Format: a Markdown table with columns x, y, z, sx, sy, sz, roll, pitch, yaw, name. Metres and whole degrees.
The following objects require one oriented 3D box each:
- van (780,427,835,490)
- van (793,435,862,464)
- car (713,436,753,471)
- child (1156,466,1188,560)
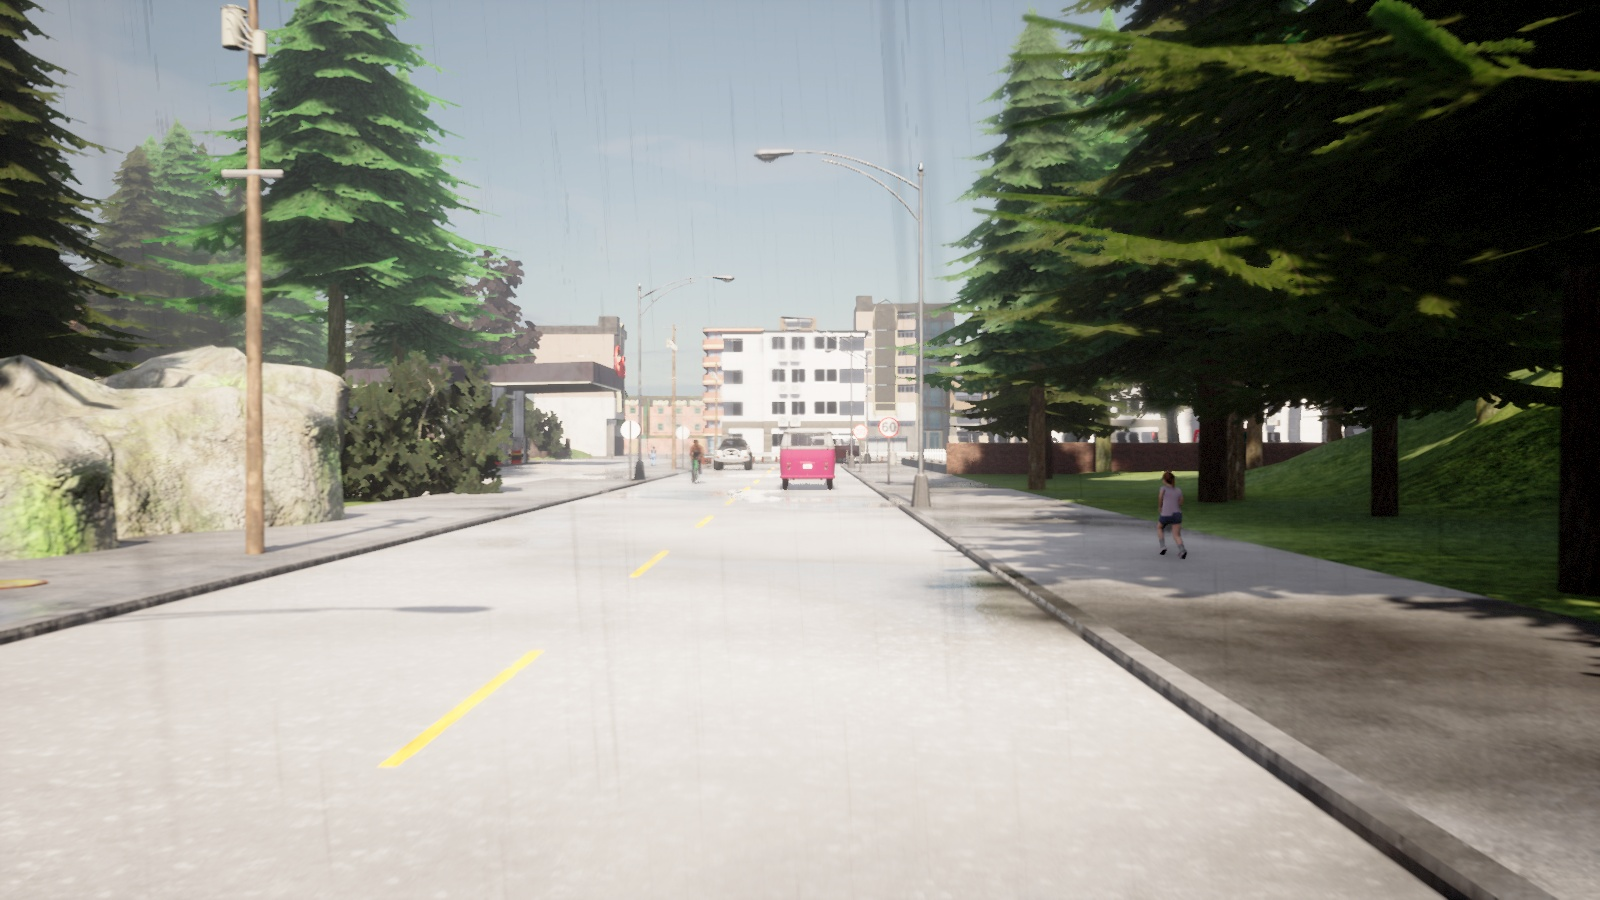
| x | y | z | sx | sy | sz | roll | pitch | yaw | name |
| --- | --- | --- | --- | --- | --- | --- | --- | --- | --- |
| 0.247 | 0.259 | 42.066 | 1.775 | 1.987 | 4.442 | 0 | 0 | 0 | van |
| 1.957 | -0.029 | 89.194 | 4.480 | 2.038 | 2.069 | 0 | 0 | -28 | van |
| -3.639 | 0.173 | 68.756 | 1.932 | 1.855 | 4.605 | 0 | 0 | 0 | car |
| 4.486 | 0.754 | 15.153 | 0.255 | 1.110 | 0.394 | 0 | 0 | -4 | child |
